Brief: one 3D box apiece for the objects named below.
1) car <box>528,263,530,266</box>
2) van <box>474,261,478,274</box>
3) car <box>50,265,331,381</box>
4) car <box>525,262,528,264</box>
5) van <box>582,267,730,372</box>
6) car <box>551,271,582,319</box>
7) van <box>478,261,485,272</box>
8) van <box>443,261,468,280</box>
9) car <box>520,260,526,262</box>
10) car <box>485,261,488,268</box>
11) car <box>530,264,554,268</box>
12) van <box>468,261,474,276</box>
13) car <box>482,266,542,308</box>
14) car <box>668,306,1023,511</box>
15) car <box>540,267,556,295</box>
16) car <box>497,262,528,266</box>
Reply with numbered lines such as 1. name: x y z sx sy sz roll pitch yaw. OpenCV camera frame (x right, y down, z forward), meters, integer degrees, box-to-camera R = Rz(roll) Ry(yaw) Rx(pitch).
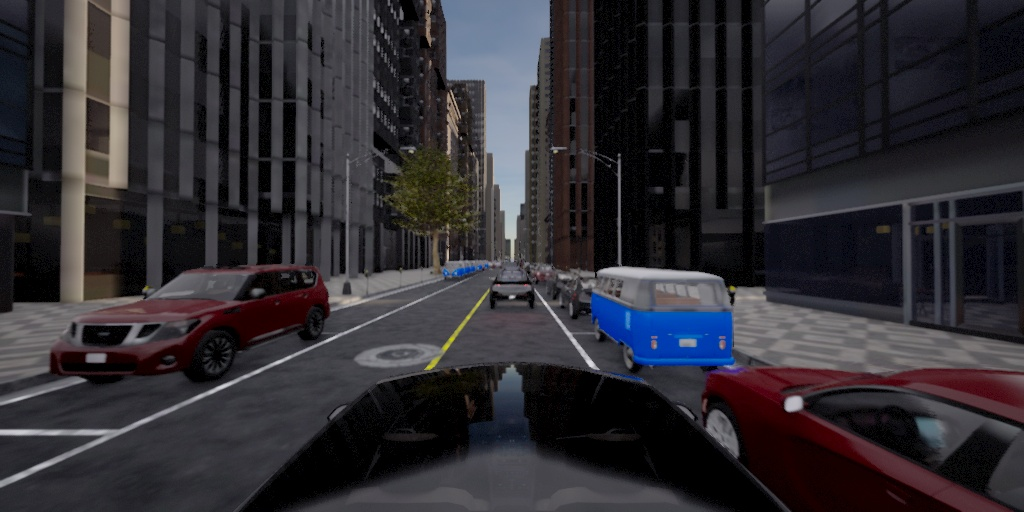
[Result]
1. car: 2.771 1.615 35.737 1.751 1.417 4.829 0 0 0
2. van: -5.752 1.545 46.800 1.690 1.789 3.998 0 0 0
3. car: -5.761 1.121 7.473 2.192 1.841 5.009 0 0 0
4. car: 2.773 1.771 46.805 1.948 1.339 4.313 0 0 0
5. van: 2.764 1.148 7.475 1.690 1.789 3.998 0 0 0
6. car: 2.765 1.413 13.094 2.007 1.370 4.403 0 0 0
7. van: -5.749 1.662 58.035 1.690 1.789 3.998 0 0 0
8. van: -5.755 1.430 35.563 1.690 1.789 3.998 0 0 0
9. car: 2.777 1.907 63.830 1.751 1.417 4.829 0 0 0
10. car: -5.748 1.926 63.653 1.888 1.381 4.507 0 0 0
11. car: 2.769 1.472 29.949 1.967 1.591 4.097 0 0 0
12. van: -5.753 1.487 41.181 1.690 1.789 3.998 0 0 0
13. car: 0.007 1.386 16.143 2.128 1.511 4.902 0 0 0
14. car: 2.763 1.296 1.857 1.888 1.381 4.507 0 0 0
15. car: 2.767 1.469 18.712 2.007 1.370 4.403 0 0 0
16. car: 0.010 1.537 31.148 2.128 1.511 4.902 0 0 0
